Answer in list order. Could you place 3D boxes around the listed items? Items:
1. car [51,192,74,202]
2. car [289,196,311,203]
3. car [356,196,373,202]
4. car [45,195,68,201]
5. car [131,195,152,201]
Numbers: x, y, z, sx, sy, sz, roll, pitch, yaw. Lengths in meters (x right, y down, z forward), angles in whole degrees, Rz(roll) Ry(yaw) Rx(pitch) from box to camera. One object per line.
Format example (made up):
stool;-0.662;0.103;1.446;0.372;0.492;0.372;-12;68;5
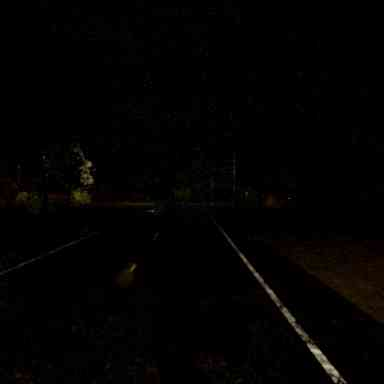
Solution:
car;-27.526;1.110;71.926;5.566;2.045;2.150;0;0;-2
car;23.622;1.616;73.344;4.902;1.511;2.128;0;0;-2
car;42.448;1.662;80.912;4.902;1.511;2.128;0;0;-2
car;-32.122;1.445;78.791;4.718;1.301;1.895;0;0;-2
car;-12.101;1.446;79.386;4.892;1.490;1.837;0;0;-2
